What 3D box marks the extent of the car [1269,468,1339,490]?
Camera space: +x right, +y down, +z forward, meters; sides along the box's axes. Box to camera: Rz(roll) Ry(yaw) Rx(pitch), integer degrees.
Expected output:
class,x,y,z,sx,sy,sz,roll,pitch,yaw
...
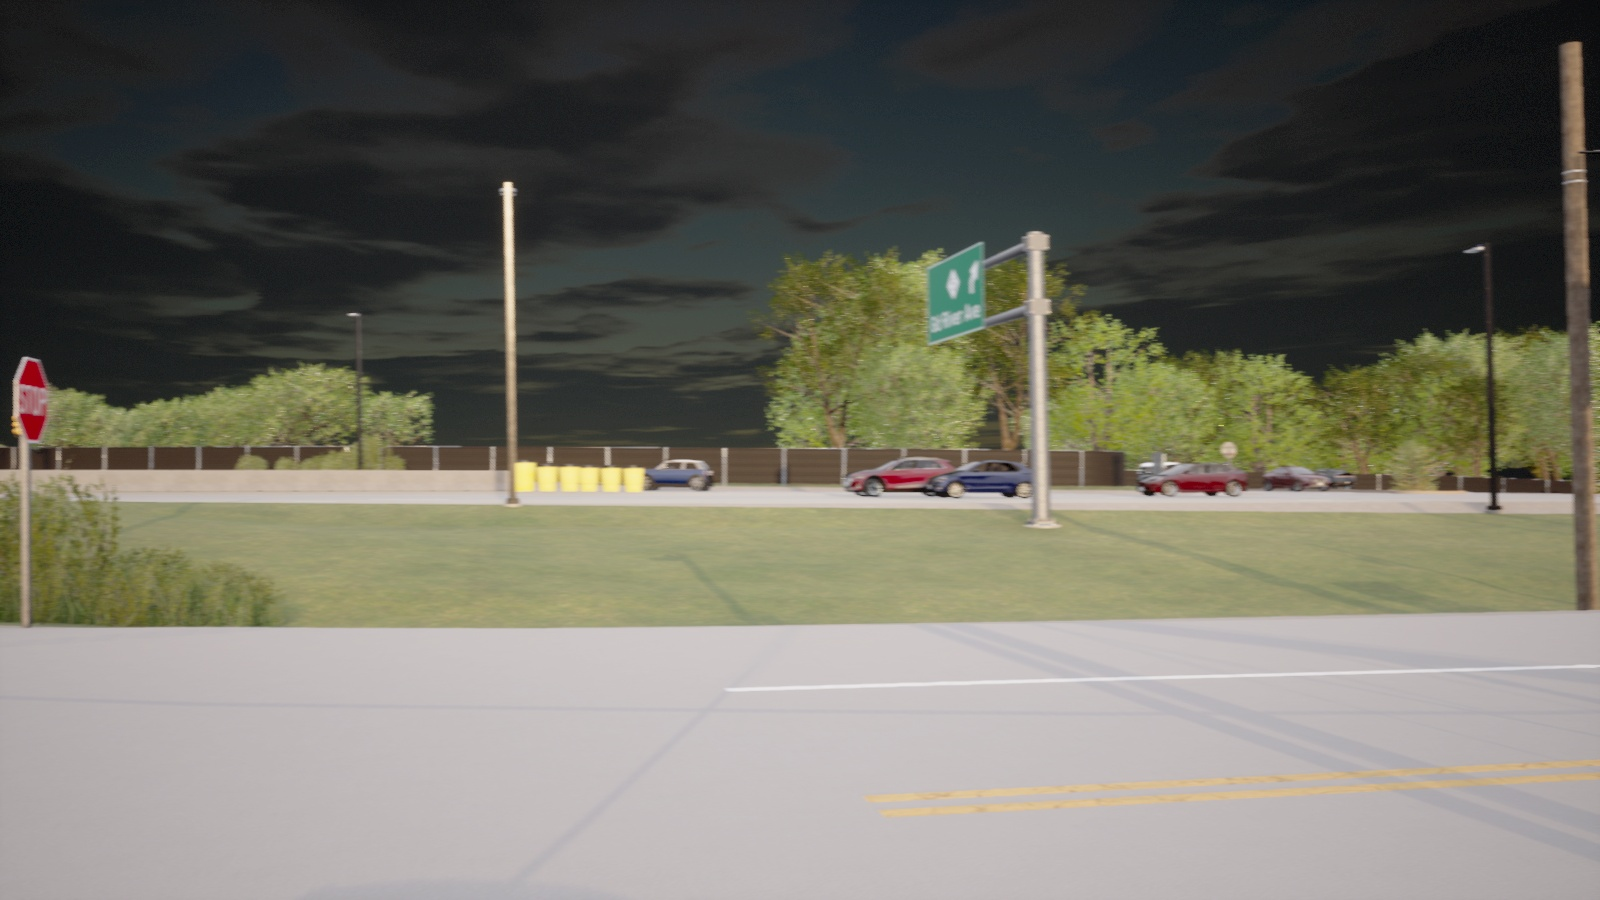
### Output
class,x,y,z,sx,sy,sz,roll,pitch,yaw
car,35.216,2.030,87.948,2.128,1.511,4.902,-1,-1,-13

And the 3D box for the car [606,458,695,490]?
class,x,y,z,sx,sy,sz,roll,pitch,yaw
car,-7.054,1.133,59.546,3.806,1.475,1.970,0,-1,7

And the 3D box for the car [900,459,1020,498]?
class,x,y,z,sx,sy,sz,roll,pitch,yaw
car,6.128,1.111,48.267,4.193,1.474,1.816,1,-1,-14

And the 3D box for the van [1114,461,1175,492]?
class,x,y,z,sx,sy,sz,roll,pitch,yaw
van,23.690,1.860,86.593,2.069,2.038,4.480,0,-2,-14

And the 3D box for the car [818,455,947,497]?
class,x,y,z,sx,sy,sz,roll,pitch,yaw
car,3.347,1.082,51.197,4.856,1.649,2.033,1,-1,-14

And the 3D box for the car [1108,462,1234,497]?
class,x,y,z,sx,sy,sz,roll,pitch,yaw
car,16.003,1.275,54.254,4.792,1.488,2.163,1,-1,-14

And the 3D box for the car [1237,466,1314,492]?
class,x,y,z,sx,sy,sz,roll,pitch,yaw
car,27.286,1.675,72.248,1.812,1.442,4.674,0,-1,-14
